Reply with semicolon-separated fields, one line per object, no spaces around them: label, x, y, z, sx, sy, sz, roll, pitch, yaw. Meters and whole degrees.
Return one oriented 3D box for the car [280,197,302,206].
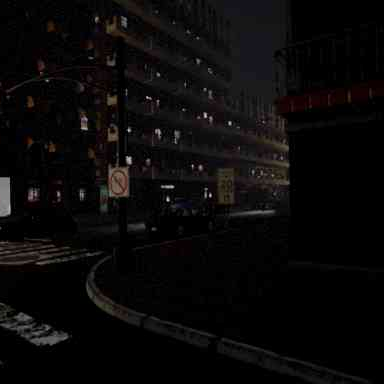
car;15.804;1.496;52.915;1.752;1.417;4.829;-1;-1;36

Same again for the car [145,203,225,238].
car;-0.454;1.435;16.792;2.008;1.369;4.403;-1;-1;36

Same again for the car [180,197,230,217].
car;1.527;1.465;28.828;2.128;1.511;4.902;-1;-1;36

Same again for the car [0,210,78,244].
car;-7.675;1.574;16.023;1.994;1.385;4.181;-1;-1;36

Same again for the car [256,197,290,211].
car;10.045;1.544;40.639;1.895;1.301;4.718;-1;-1;36

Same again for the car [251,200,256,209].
car;9.400;1.431;44.007;1.967;1.590;4.097;-1;-1;36

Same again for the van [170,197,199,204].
van;-0.355;1.365;30.437;1.690;1.788;3.998;-1;-1;36
